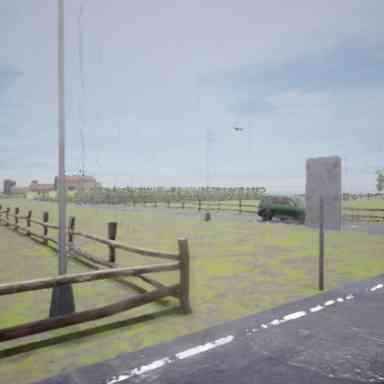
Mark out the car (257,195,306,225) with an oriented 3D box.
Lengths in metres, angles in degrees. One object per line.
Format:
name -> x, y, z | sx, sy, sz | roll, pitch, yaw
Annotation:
car -> 7.296, 1.306, 24.248 | 2.150, 2.045, 5.566 | 1, 1, -36
